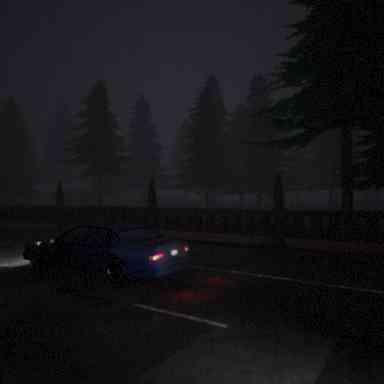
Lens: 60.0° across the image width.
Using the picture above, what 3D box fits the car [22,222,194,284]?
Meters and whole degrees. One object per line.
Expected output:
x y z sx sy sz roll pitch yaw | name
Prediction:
-2.583 1.587 9.628 5.357 1.411 2.033 -1 0 31 | car
